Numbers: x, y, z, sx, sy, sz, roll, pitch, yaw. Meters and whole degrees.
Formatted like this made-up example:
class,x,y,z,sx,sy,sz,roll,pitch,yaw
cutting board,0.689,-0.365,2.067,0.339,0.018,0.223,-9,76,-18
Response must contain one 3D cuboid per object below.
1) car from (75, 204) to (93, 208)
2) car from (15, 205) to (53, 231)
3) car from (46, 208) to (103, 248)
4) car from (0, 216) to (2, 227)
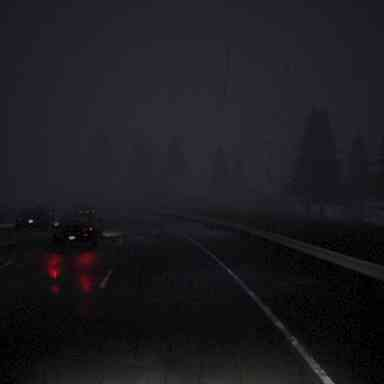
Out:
class,x,y,z,sx,sy,sz,roll,pitch,yaw
car,-10.896,1.926,33.590,2.033,1.411,5.357,0,-1,-24
car,-10.703,1.834,22.794,1.994,1.385,4.181,0,-1,-17
car,-5.331,1.706,15.867,1.812,1.442,4.674,0,-1,-11
car,-14.170,1.803,22.233,1.812,1.442,4.674,0,0,-17
